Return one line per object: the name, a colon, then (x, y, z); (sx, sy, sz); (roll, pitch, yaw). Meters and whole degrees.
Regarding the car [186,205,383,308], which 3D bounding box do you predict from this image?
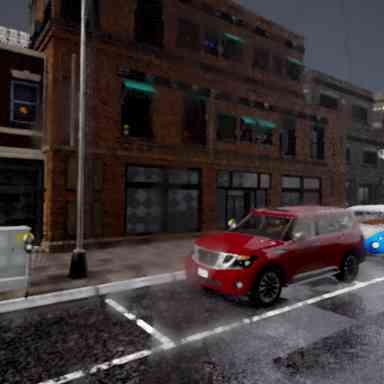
car: (2.279, 1.313, 8.163); (5.009, 1.841, 2.192); (0, 1, -35)
